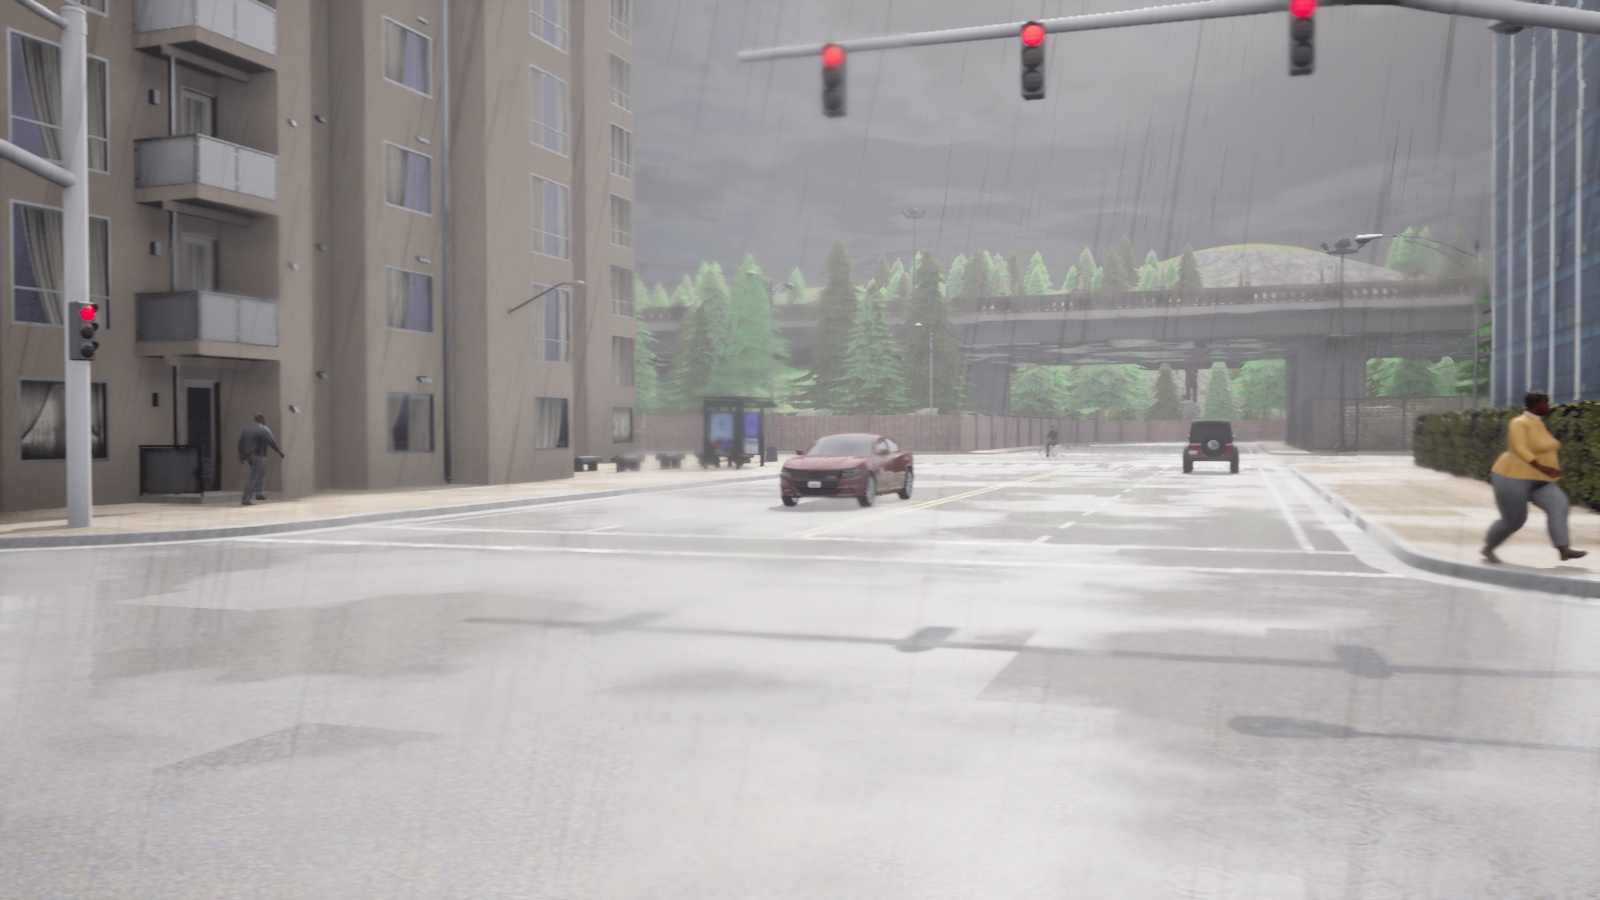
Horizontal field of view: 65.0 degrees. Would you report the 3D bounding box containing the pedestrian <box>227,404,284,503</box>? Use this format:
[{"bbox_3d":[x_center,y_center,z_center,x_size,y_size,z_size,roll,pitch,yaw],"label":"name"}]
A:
[{"bbox_3d":[-10.540,0.056,24.322,0.563,1.883,0.849,1,1,26],"label":"pedestrian"}]

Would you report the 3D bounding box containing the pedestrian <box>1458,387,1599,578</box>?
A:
[{"bbox_3d":[7.386,0.306,12.755,0.874,1.855,0.900,0,1,-29],"label":"pedestrian"}]

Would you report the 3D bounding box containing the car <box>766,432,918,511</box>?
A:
[{"bbox_3d":[1.027,0.374,27.133,1.882,1.535,5.008,1,1,19],"label":"car"}]

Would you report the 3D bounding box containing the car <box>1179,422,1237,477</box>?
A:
[{"bbox_3d":[14.685,-0.044,45.082,1.905,1.878,3.866,1,1,19],"label":"car"}]
